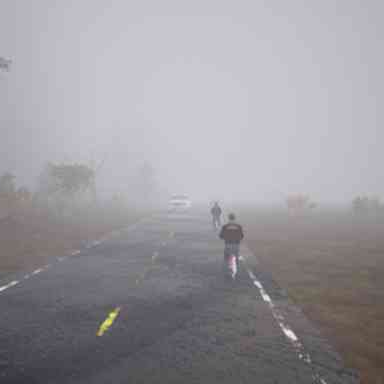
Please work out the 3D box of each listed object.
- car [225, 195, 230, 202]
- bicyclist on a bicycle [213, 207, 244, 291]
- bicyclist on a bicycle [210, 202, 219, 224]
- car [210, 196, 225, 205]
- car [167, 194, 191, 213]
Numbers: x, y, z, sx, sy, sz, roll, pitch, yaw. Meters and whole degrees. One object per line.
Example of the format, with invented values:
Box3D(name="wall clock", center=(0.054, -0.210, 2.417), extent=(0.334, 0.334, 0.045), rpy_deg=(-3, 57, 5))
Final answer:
Box3D(name="car", center=(6.578, 1.584, 73.378), extent=(1.994, 1.385, 4.181), rpy_deg=(0, 0, 10))
Box3D(name="bicyclist on a bicycle", center=(0.959, 1.372, 8.137), extent=(0.659, 1.776, 1.843), rpy_deg=(0, 0, 1))
Box3D(name="bicyclist on a bicycle", center=(1.266, 1.373, 17.341), extent=(0.659, 1.776, 1.843), rpy_deg=(0, 0, 2))
Box3D(name="car", center=(4.171, 1.583, 57.194), extent=(1.994, 1.385, 4.181), rpy_deg=(0, 0, 8))
Box3D(name="car", center=(-1.351, 1.232, 37.046), extent=(2.150, 2.045, 5.566), rpy_deg=(0, 0, 5))
